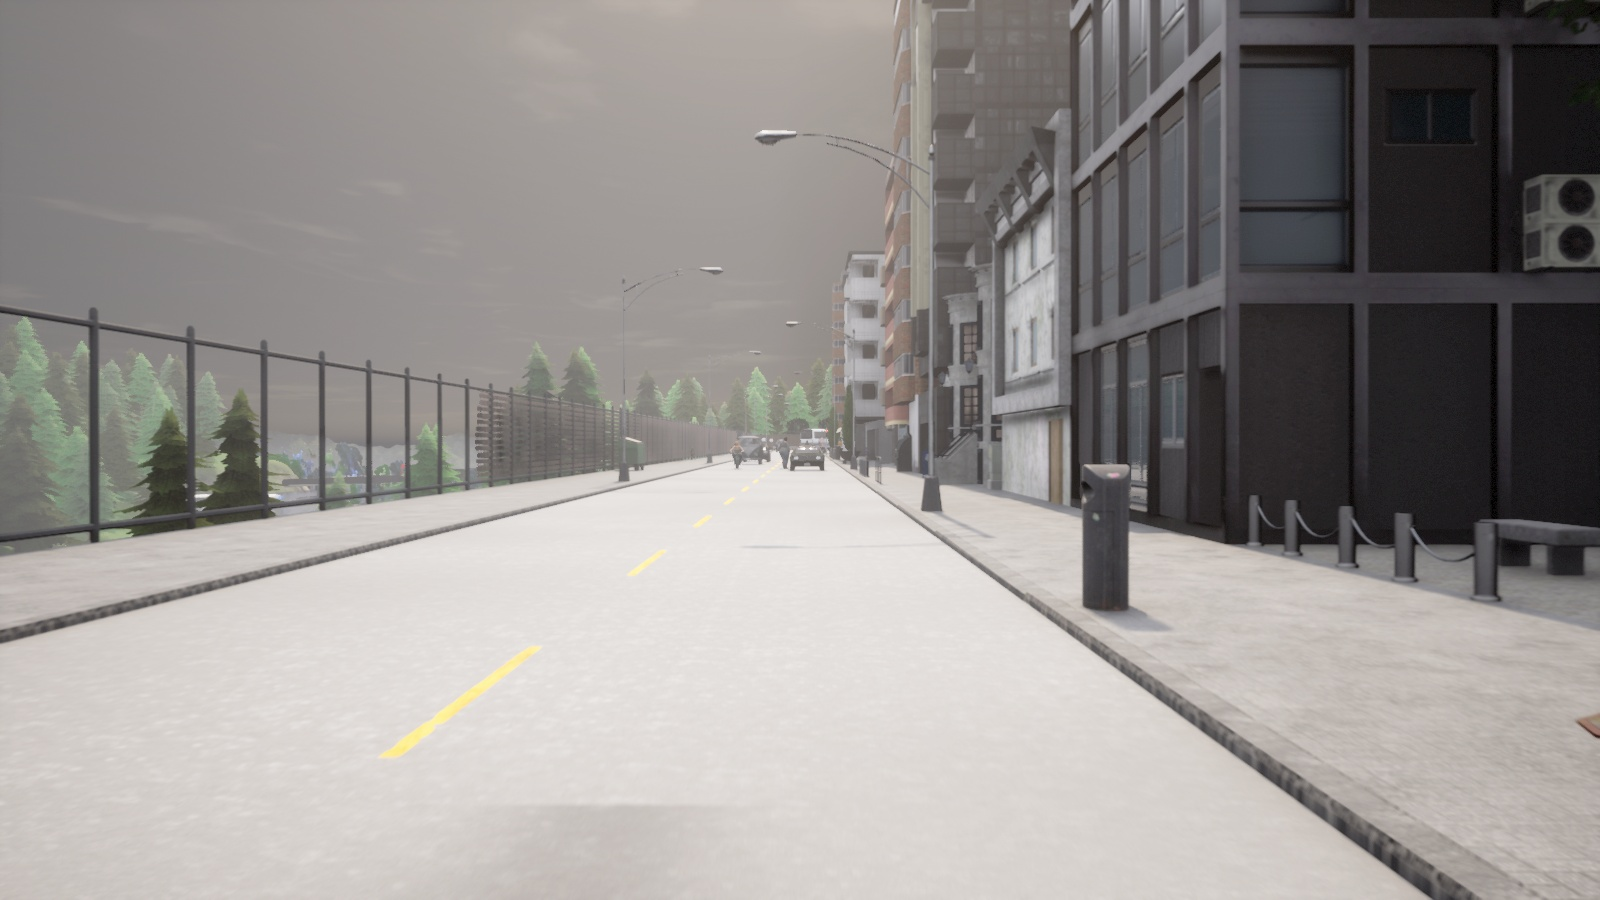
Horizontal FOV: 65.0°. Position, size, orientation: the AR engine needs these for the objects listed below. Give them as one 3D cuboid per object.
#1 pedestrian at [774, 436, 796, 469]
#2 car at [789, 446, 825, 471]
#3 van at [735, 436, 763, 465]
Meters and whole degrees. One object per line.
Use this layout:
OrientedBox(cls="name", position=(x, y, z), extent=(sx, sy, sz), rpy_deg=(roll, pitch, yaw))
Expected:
OrientedBox(cls="pedestrian", position=(-0.852, 0.139, 71.504), extent=(0.874, 1.855, 0.900), rpy_deg=(0, 0, 45))
OrientedBox(cls="car", position=(0.395, 0.462, 68.397), extent=(1.895, 1.301, 4.718), rpy_deg=(0, 0, 0))
OrientedBox(cls="van", position=(-3.500, 0.006, 87.027), extent=(1.775, 1.987, 4.442), rpy_deg=(0, 0, 0))
